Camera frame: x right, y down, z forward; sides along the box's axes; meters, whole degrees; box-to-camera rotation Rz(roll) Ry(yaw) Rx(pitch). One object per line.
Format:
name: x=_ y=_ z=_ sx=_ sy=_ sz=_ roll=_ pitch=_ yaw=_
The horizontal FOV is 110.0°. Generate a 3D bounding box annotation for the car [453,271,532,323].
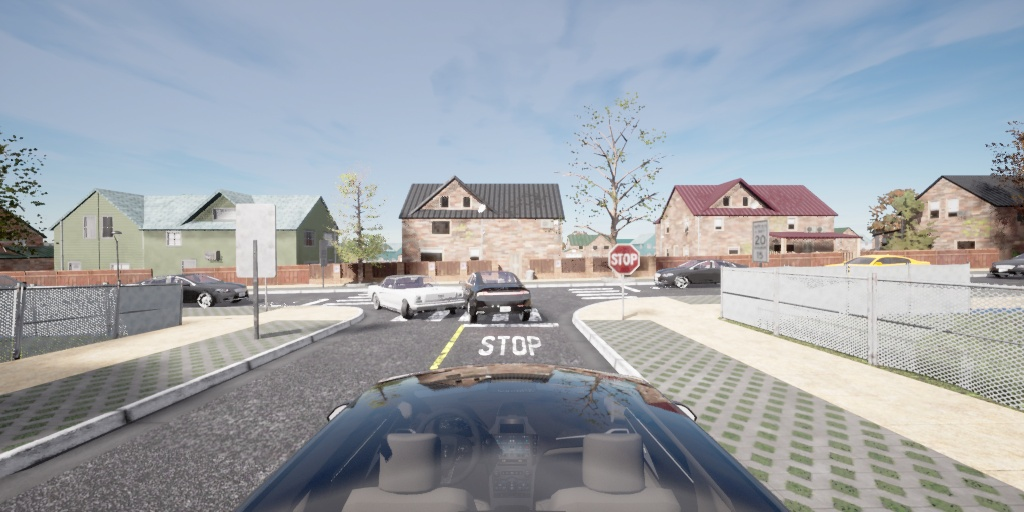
car: x=-0.687 y=1.243 z=12.177 sx=2.128 sy=1.511 sz=4.902 roll=0 pitch=0 yaw=-12

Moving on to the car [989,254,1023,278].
car: x=29.383 y=0.478 z=19.662 sx=4.902 sy=1.511 sz=2.128 roll=-1 pitch=1 yaw=0

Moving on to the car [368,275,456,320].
car: x=-3.603 y=1.368 z=13.036 sx=1.895 sy=1.301 sz=4.718 roll=0 pitch=0 yaw=-38

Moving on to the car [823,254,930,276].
car: x=19.759 y=0.690 z=19.624 sx=5.008 sy=1.535 sz=1.882 roll=-1 pitch=1 yaw=-1

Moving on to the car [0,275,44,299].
car: x=-24.241 y=1.648 z=16.489 sx=4.553 sy=1.767 sz=2.097 roll=-1 pitch=1 yaw=0

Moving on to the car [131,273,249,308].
car: x=-14.904 y=1.567 z=16.531 sx=4.902 sy=1.511 sz=2.128 roll=-1 pitch=1 yaw=0

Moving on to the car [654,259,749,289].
car: x=10.328 y=0.926 z=19.587 sx=4.902 sy=1.511 sz=2.128 roll=-1 pitch=1 yaw=0
